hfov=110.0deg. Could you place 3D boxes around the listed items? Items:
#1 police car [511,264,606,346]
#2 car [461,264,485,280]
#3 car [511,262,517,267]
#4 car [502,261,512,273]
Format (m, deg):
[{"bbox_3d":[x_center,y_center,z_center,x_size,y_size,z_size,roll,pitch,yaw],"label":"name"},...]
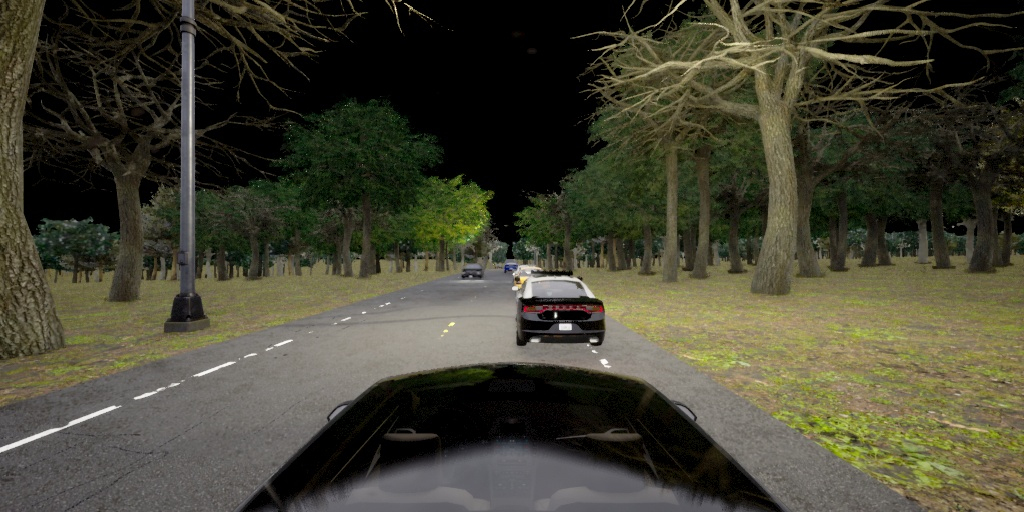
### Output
[{"bbox_3d":[1.036,1.185,9.576,1.930,1.638,5.238,0,0,0],"label":"police car"},{"bbox_3d":[-3.563,1.425,33.676,2.033,1.411,5.357,0,0,0],"label":"car"},{"bbox_3d":[1.015,1.255,19.659,1.801,1.575,5.366,0,0,0],"label":"car"},{"bbox_3d":[-0.066,1.508,48.892,1.882,1.535,5.008,0,-1,0],"label":"car"}]
